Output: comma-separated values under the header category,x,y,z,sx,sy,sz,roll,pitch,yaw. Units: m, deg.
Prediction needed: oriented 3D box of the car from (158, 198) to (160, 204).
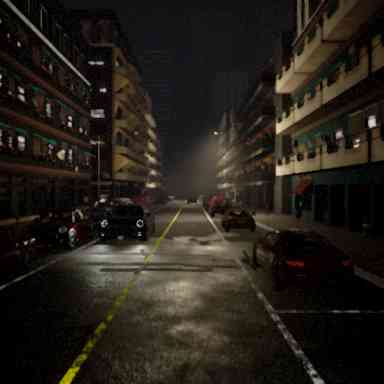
category,x,y,z,sx,sy,sz,roll,pitch,yaw
car,-5.694,1.622,42.404,2.008,1.369,4.403,-1,0,0

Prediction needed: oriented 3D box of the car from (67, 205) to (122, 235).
category,x,y,z,sx,sy,sz,roll,pitch,yaw
car,-5.660,1.584,19.995,2.008,1.369,4.403,-1,0,0

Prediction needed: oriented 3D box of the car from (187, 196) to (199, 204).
category,x,y,z,sx,sy,sz,roll,pitch,yaw
car,0.020,1.588,64.980,1.882,1.535,5.008,0,0,0

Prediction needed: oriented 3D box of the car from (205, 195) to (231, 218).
category,x,y,z,sx,sy,sz,roll,pitch,yaw
car,2.687,1.367,31.169,2.192,1.841,5.009,-1,0,0

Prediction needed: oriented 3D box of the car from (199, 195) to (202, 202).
category,x,y,z,sx,sy,sz,roll,pitch,yaw
car,2.694,1.405,53.577,2.192,1.841,5.009,-1,0,0

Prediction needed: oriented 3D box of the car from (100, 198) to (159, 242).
category,x,y,z,sx,sy,sz,roll,pitch,yaw
car,-3.062,1.379,16.523,2.097,1.767,4.553,0,0,0

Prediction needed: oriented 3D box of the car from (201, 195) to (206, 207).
category,x,y,z,sx,sy,sz,roll,pitch,yaw
car,2.690,1.386,42.373,2.192,1.841,5.009,-1,0,0

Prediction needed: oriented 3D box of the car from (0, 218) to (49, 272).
category,x,y,z,sx,sy,sz,roll,pitch,yaw
car,-5.663,1.597,8.791,1.802,1.307,4.206,-1,0,0

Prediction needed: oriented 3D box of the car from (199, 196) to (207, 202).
category,x,y,z,sx,sy,sz,roll,pitch,yaw
car,2.705,1.665,81.756,1.752,1.417,4.829,-1,0,0

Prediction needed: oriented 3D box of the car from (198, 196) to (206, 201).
category,x,y,z,sx,sy,sz,roll,pitch,yaw
car,2.707,1.716,87.188,1.947,1.339,4.313,-1,0,0

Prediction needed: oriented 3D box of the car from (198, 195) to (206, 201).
category,x,y,z,sx,sy,sz,roll,pitch,yaw
car,2.707,1.600,92.791,1.967,1.590,4.097,-1,0,0

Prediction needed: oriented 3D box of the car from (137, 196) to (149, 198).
category,x,y,z,sx,sy,sz,roll,pitch,yaw
car,-5.681,1.377,36.802,2.192,1.841,5.009,-1,0,0

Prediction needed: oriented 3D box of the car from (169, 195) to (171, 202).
category,x,y,z,sx,sy,sz,roll,pitch,yaw
car,-5.679,1.693,64.812,1.802,1.307,4.206,-1,0,0

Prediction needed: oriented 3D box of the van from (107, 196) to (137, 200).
category,x,y,z,sx,sy,sz,roll,pitch,yaw
van,-5.661,1.384,25.598,1.690,1.788,3.998,-1,0,0

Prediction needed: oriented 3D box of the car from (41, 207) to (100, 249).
category,x,y,z,sx,sy,sz,roll,pitch,yaw
car,-5.663,1.465,14.393,1.967,1.590,4.097,-1,0,0

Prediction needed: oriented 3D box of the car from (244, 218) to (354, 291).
category,x,y,z,sx,sy,sz,roll,pitch,yaw
car,2.684,1.596,8.760,1.802,1.307,4.206,-1,0,0

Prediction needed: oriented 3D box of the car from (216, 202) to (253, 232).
category,x,y,z,sx,sy,sz,roll,pitch,yaw
car,2.687,1.559,20.134,1.752,1.417,4.829,-1,0,0

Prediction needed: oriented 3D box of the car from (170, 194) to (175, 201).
category,x,y,z,sx,sy,sz,roll,pitch,yaw
car,-5.676,1.681,76.016,2.008,1.369,4.403,-1,0,0

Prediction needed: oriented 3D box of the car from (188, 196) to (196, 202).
category,x,y,z,sx,sy,sz,roll,pitch,yaw
car,0.024,1.554,75.405,1.812,1.442,4.674,0,0,0

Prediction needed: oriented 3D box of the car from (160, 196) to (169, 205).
category,x,y,z,sx,sy,sz,roll,pitch,yaw
car,-5.681,1.683,59.209,1.802,1.307,4.206,-1,0,0
